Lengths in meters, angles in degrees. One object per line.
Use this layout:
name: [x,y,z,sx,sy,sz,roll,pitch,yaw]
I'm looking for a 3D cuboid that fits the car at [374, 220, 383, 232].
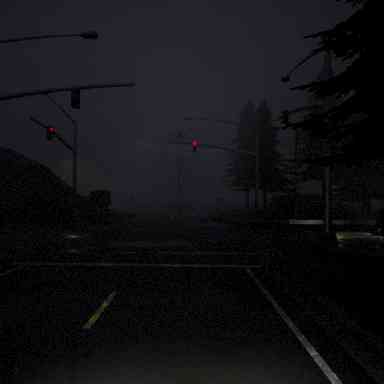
car: [14.210,1.867,21.210,4.553,1.767,2.097,0,-1,0]
